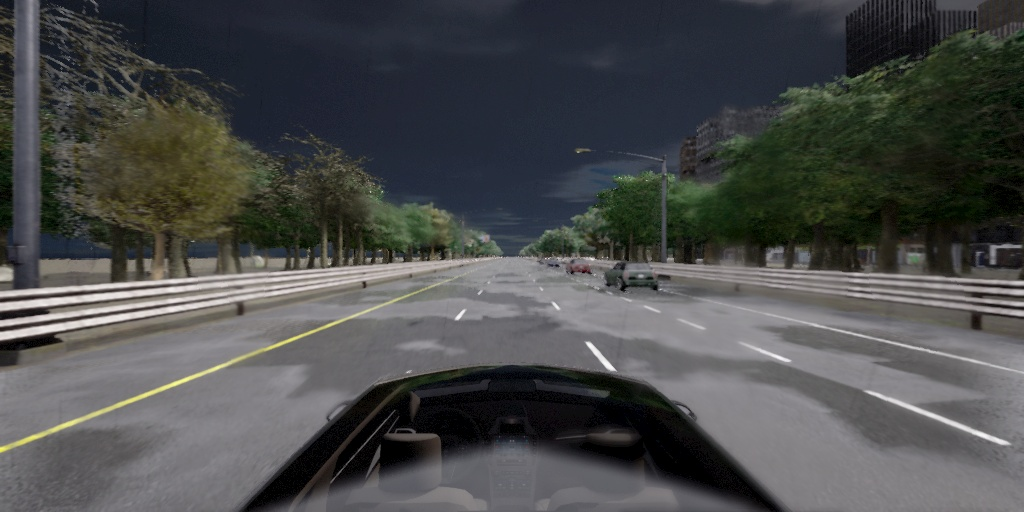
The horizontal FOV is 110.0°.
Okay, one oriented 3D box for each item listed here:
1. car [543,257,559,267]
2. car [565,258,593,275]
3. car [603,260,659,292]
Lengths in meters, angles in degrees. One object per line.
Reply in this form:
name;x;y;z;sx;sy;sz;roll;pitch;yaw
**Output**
car;7.092;1.328;62.702;1.895;1.301;4.718;0;0;0
car;7.047;1.091;38.629;2.097;1.767;4.553;0;0;0
car;7.014;1.098;21.603;2.097;1.767;4.553;0;0;0
